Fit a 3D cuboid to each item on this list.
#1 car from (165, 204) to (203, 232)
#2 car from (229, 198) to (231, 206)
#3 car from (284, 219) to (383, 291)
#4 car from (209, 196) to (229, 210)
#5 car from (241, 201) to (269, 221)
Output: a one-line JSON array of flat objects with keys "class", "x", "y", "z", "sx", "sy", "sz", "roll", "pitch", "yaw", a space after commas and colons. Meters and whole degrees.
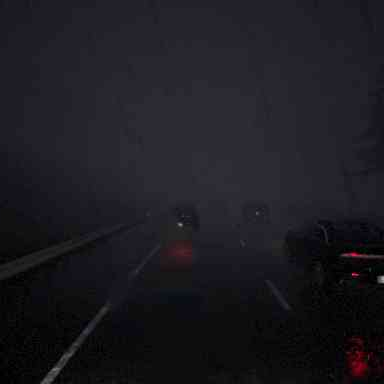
[{"class": "car", "x": -0.444, "y": 1.467, "z": 19.945, "sx": 1.837, "sy": 1.490, "sz": 4.892, "roll": 0, "pitch": 0, "yaw": 4}, {"class": "car", "x": 5.213, "y": 1.408, "z": 53.535, "sx": 1.837, "sy": 1.490, "sz": 4.892, "roll": 0, "pitch": 0, "yaw": 10}, {"class": "car", "x": 3.833, "y": 1.478, "z": 8.884, "sx": 2.128, "sy": 1.511, "sz": 4.902, "roll": 0, "pitch": 0, "yaw": 2}, {"class": "car", "x": 3.222, "y": 1.450, "z": 41.455, "sx": 1.812, "sy": 1.442, "sz": 4.674, "roll": 0, "pitch": 0, "yaw": 9}, {"class": "car", "x": 5.091, "y": 1.430, "z": 27.161, "sx": 1.882, "sy": 1.535, "sz": 5.008, "roll": 0, "pitch": 0, "yaw": 6}]
